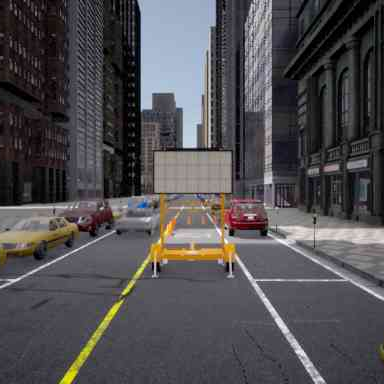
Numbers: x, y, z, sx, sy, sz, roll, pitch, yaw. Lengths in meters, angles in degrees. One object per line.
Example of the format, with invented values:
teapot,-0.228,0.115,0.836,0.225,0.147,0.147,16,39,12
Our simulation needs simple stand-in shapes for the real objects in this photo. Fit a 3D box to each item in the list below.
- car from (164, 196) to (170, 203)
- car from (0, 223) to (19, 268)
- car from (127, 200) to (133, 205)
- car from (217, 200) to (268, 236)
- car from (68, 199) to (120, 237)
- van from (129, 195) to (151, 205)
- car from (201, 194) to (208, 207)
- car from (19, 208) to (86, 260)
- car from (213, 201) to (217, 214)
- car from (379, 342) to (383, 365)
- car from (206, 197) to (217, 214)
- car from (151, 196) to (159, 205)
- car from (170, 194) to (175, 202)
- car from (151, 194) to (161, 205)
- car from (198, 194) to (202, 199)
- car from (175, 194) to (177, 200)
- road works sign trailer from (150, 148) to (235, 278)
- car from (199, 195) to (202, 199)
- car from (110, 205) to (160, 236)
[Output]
car,-5.616,1.341,57.735,2.192,1.841,5.009,0,0,0
car,-5.747,1.525,6.799,1.752,1.417,4.829,0,0,0
car,-5.703,1.528,23.721,1.752,1.417,4.829,0,0,0
car,2.807,1.316,18.235,2.192,1.841,5.009,0,0,0
car,-5.718,1.316,18.250,2.192,1.841,5.009,0,0,0
van,-5.674,1.349,35.173,1.690,1.788,3.998,0,0,0
car,2.895,1.461,52.077,1.967,1.590,4.097,0,0,0
car,-5.733,1.525,12.440,1.752,1.417,4.829,0,0,0
car,2.822,1.553,23.876,2.008,1.369,4.403,0,0,0
car,2.764,1.525,1.484,1.752,1.417,4.829,0,0,0
car,2.852,1.559,35.157,2.008,1.369,4.403,0,0,0
car,-5.659,1.562,40.813,2.008,1.369,4.403,0,0,0
car,-5.571,1.607,74.658,1.947,1.339,4.313,0,0,0
car,-5.645,1.331,46.454,2.192,1.841,5.009,0,0,0
car,2.969,1.590,80.281,1.887,1.381,4.507,0,0,0
car,-5.541,1.601,85.939,2.008,1.369,4.403,0,0,0
road works sign trailer,0.026,0.464,10.151,2.380,3.560,2.880,0,0,0
car,2.925,1.597,63.359,1.947,1.339,4.313,0,0,0
car,-2.950,1.602,18.650,1.895,1.301,4.718,0,0,0
